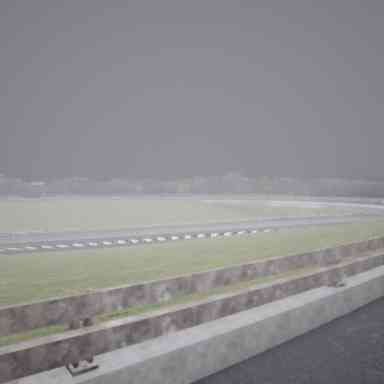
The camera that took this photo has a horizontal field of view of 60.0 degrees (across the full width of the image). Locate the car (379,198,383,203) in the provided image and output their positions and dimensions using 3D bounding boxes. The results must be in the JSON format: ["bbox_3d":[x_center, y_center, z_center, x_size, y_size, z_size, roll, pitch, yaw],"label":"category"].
[{"bbox_3d":[46.611,1.940,79.411,1.837,1.490,4.892,0,-1,1],"label":"car"}]

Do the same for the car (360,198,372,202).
[{"bbox_3d":[43.196,2.042,81.866,1.994,1.385,4.181,0,-1,1],"label":"car"}]
